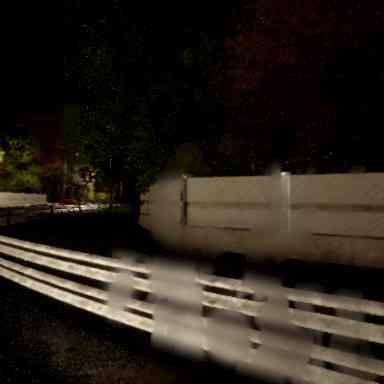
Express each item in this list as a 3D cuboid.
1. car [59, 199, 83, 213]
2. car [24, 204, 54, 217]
[{"bbox_3d":[-18.502,2.171,51.069,2.150,2.045,5.566,1,-1,0],"label":"car"},{"bbox_3d":[-18.415,2.179,40.339,1.882,1.535,5.008,1,-1,0],"label":"car"}]
